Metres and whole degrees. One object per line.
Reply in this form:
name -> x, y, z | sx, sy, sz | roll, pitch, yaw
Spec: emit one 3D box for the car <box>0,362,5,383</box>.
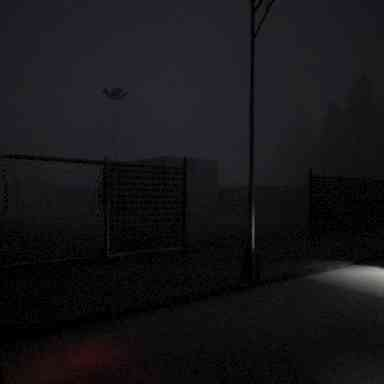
car -> -3.580, 1.546, 2.102 | 4.181, 1.385, 1.994 | 1, 0, -34
